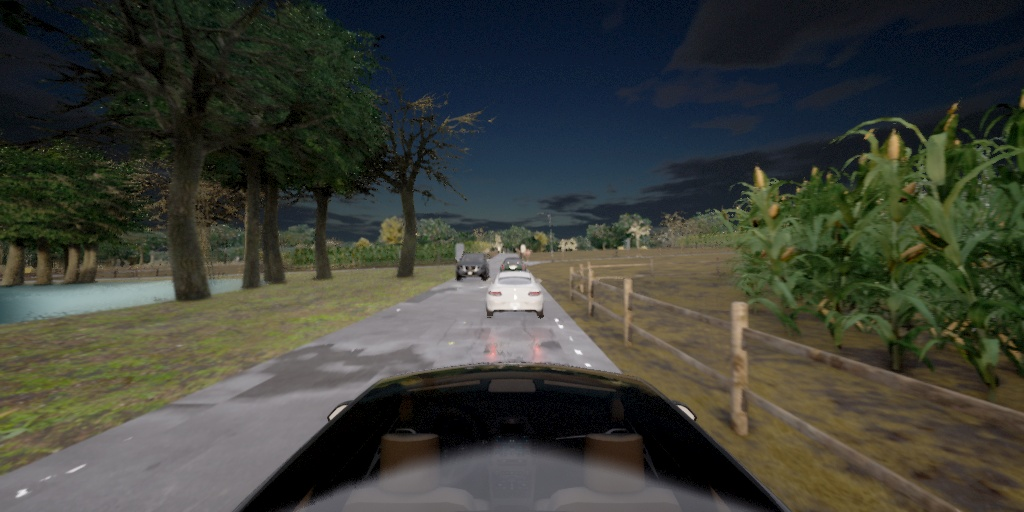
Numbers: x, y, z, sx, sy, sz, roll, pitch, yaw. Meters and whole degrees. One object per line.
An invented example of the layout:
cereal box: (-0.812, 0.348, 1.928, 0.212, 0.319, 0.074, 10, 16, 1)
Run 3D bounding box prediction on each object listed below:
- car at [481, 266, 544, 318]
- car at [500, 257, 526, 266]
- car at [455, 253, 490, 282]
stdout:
car: (0.095, 1.241, 12.754, 1.812, 1.442, 4.674, 0, 0, 0)
car: (0.099, 0.881, 29.416, 2.097, 1.767, 4.553, 0, 1, 0)
car: (-2.843, 0.780, 27.076, 2.150, 2.045, 5.566, 0, 1, 0)
